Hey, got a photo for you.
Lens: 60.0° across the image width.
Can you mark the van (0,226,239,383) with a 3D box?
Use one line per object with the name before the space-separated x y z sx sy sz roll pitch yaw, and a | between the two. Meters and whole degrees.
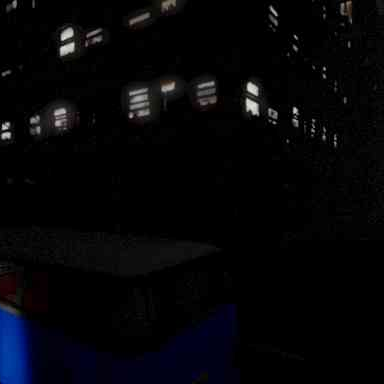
van | -1.438 1.372 3.884 3.998 1.788 1.690 -1 0 36
